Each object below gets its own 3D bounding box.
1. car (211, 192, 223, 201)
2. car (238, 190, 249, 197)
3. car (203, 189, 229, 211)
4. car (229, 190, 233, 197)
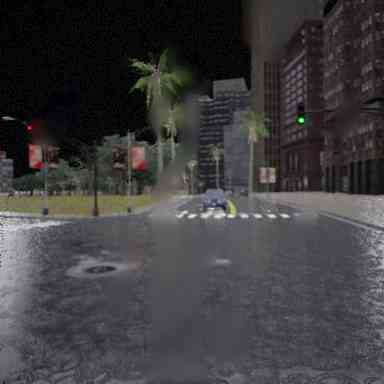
[{"bbox_3d":[4.204,0.695,56.266,1.994,1.385,4.181,-1,1,4],"label":"car"},{"bbox_3d":[11.247,0.260,73.202,1.837,1.490,4.892,-1,1,0],"label":"car"},{"bbox_3d":[2.332,0.748,33.411,2.150,2.045,5.566,-1,1,6],"label":"car"},{"bbox_3d":[8.001,0.314,73.812,2.128,1.511,4.902,-1,1,0],"label":"car"}]
